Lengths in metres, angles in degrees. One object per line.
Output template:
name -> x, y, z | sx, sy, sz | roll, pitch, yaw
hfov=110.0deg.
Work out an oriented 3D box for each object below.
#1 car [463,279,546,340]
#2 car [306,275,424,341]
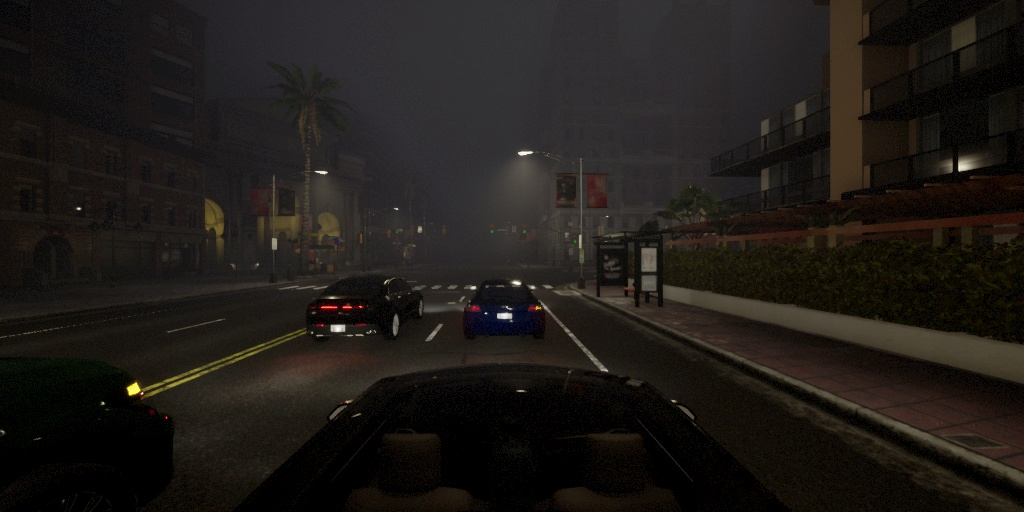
car -> -0.235, 1.314, 10.027 | 1.994, 1.385, 4.181 | 0, 0, -2
car -> -3.724, 1.255, 9.871 | 1.837, 1.490, 4.892 | 0, 0, -3
